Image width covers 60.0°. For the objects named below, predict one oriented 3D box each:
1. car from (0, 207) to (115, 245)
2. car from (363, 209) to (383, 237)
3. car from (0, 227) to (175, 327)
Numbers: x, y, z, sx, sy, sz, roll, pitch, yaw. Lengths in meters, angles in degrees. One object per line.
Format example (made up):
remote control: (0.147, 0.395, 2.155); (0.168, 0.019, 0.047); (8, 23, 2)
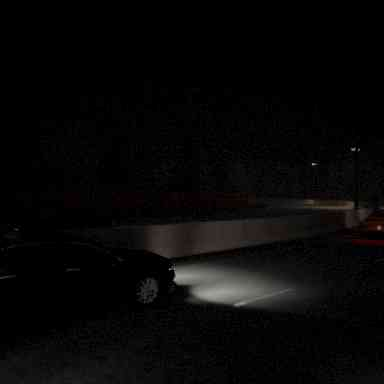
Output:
car: (-6.622, 1.587, 16.768); (5.008, 1.535, 1.882); (1, -1, -39)
car: (11.386, 1.731, 19.038); (1.882, 1.535, 5.008); (0, -1, 43)
car: (-2.600, 1.546, 6.394); (4.892, 1.490, 1.837); (1, 0, -37)
